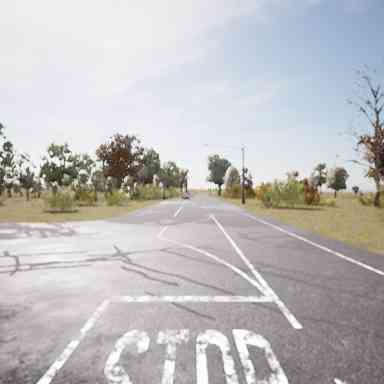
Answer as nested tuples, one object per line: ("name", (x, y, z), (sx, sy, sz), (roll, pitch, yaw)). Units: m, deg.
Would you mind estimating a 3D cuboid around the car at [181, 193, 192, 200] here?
("car", (-1.924, 1.377, 91.730), (1.882, 1.535, 5.008), (0, 0, 7))
